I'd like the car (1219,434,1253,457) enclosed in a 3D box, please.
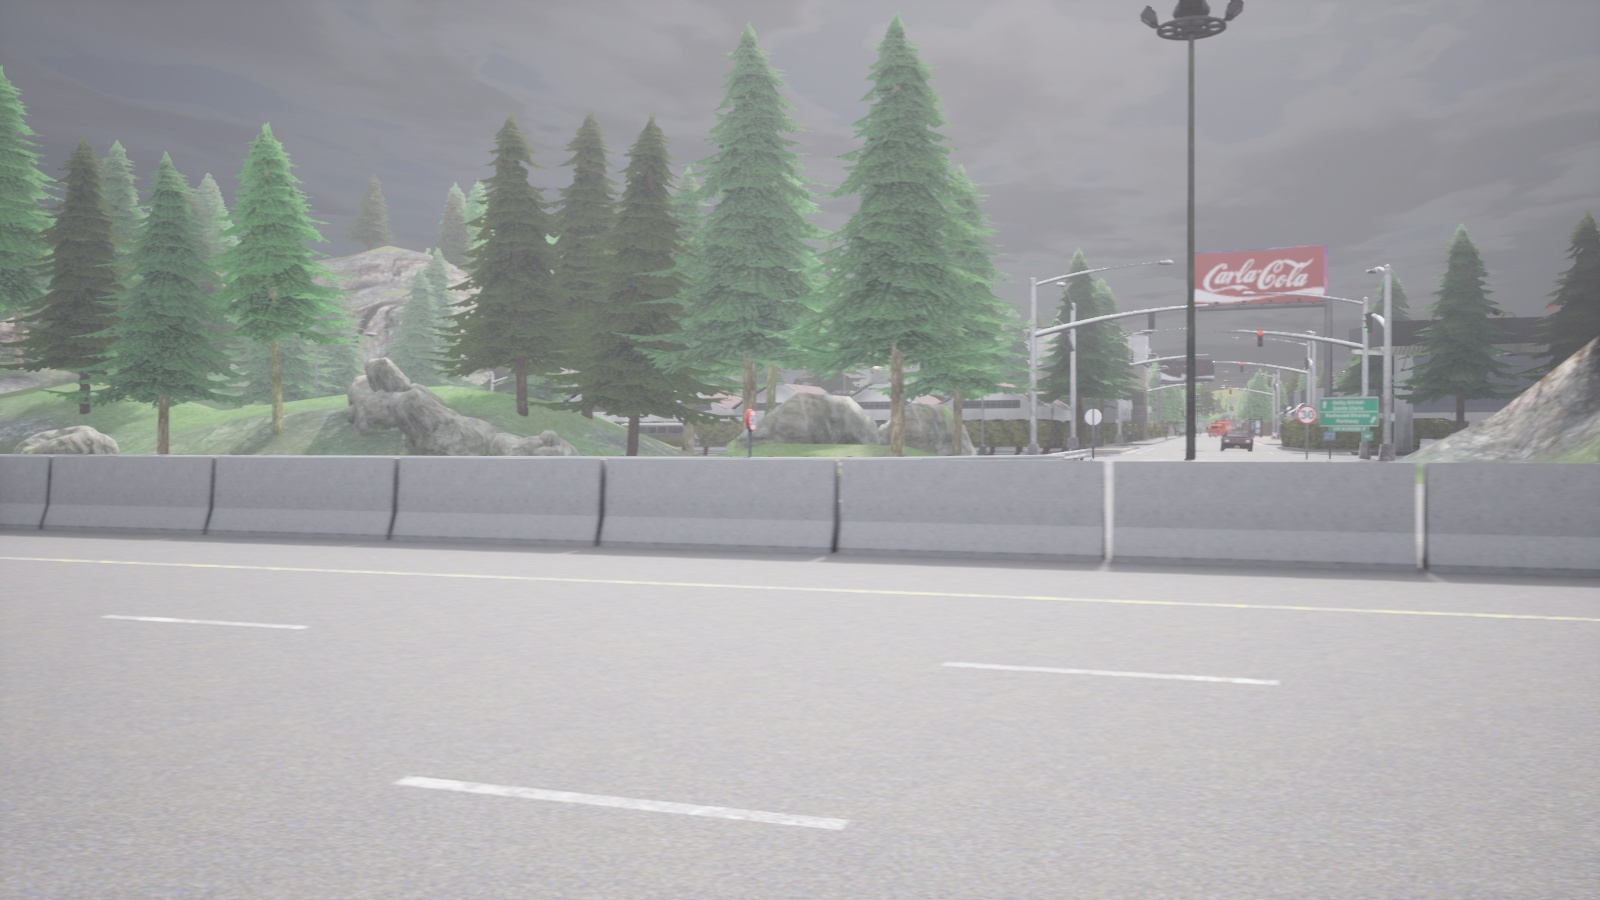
[{"bbox_3d":[26.902,-0.326,77.615,1.895,1.301,4.718,2,1,18],"label":"car"}]

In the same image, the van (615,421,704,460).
[{"bbox_3d":[-7.506,-0.528,67.129,4.442,1.987,1.775,1,1,19],"label":"van"}]
